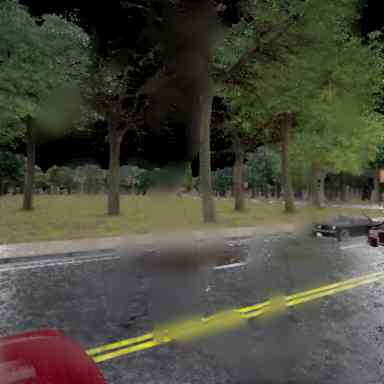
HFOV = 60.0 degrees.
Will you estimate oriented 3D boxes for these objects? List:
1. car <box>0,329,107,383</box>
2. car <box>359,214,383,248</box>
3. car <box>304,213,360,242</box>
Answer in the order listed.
[{"bbox_3d":[-2.660,1.588,1.533,4.718,1.301,1.895,1,0,-36],"label":"car"},{"bbox_3d":[9.464,1.728,14.466,4.181,1.385,1.994,1,0,-36],"label":"car"},{"bbox_3d":[7.958,1.771,17.387,4.718,1.301,1.895,1,0,-36],"label":"car"}]
